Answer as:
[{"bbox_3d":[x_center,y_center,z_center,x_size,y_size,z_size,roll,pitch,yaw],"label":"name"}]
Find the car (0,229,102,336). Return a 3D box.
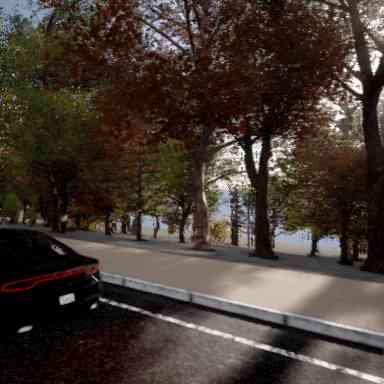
[{"bbox_3d":[-3.901,1.458,6.469,5.008,1.535,1.882,0,0,36],"label":"car"}]
